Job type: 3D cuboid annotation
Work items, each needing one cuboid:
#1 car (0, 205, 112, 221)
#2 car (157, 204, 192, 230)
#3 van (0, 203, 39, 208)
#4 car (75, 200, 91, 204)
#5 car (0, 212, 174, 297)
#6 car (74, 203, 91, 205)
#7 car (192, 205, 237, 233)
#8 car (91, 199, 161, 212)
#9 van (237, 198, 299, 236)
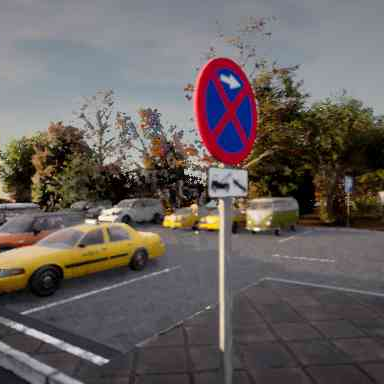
[{"bbox_3d":[-5.291,1.504,11.099,2.185,1.767,4.553,-1,-1,35],"label":"car"},{"bbox_3d":[0.312,1.670,22.346,1.946,1.575,5.366,-2,-1,35],"label":"car"},{"bbox_3d":[-7.728,1.471,12.917,1.878,1.987,4.442,-2,-1,35],"label":"van"},{"bbox_3d":[-8.971,1.723,28.583,2.435,2.045,5.566,-2,-1,35],"label":"car"},{"bbox_3d":[-3.027,1.574,9.243,1.946,1.575,5.366,-1,-1,35],"label":"car"},{"bbox_3d":[-6.763,1.893,27.072,2.231,1.521,4.892,-2,-1,35],"label":"car"},{"bbox_3d":[2.488,1.616,20.815,1.946,1.575,5.366,-1,-1,35],"label":"car"},{"bbox_3d":[-4.491,1.559,25.462,2.435,2.045,5.566,-2,-1,35],"label":"car"},{"bbox_3d":[4.596,1.343,18.963,1.878,1.987,4.442,-1,-1,35],"label":"van"}]
